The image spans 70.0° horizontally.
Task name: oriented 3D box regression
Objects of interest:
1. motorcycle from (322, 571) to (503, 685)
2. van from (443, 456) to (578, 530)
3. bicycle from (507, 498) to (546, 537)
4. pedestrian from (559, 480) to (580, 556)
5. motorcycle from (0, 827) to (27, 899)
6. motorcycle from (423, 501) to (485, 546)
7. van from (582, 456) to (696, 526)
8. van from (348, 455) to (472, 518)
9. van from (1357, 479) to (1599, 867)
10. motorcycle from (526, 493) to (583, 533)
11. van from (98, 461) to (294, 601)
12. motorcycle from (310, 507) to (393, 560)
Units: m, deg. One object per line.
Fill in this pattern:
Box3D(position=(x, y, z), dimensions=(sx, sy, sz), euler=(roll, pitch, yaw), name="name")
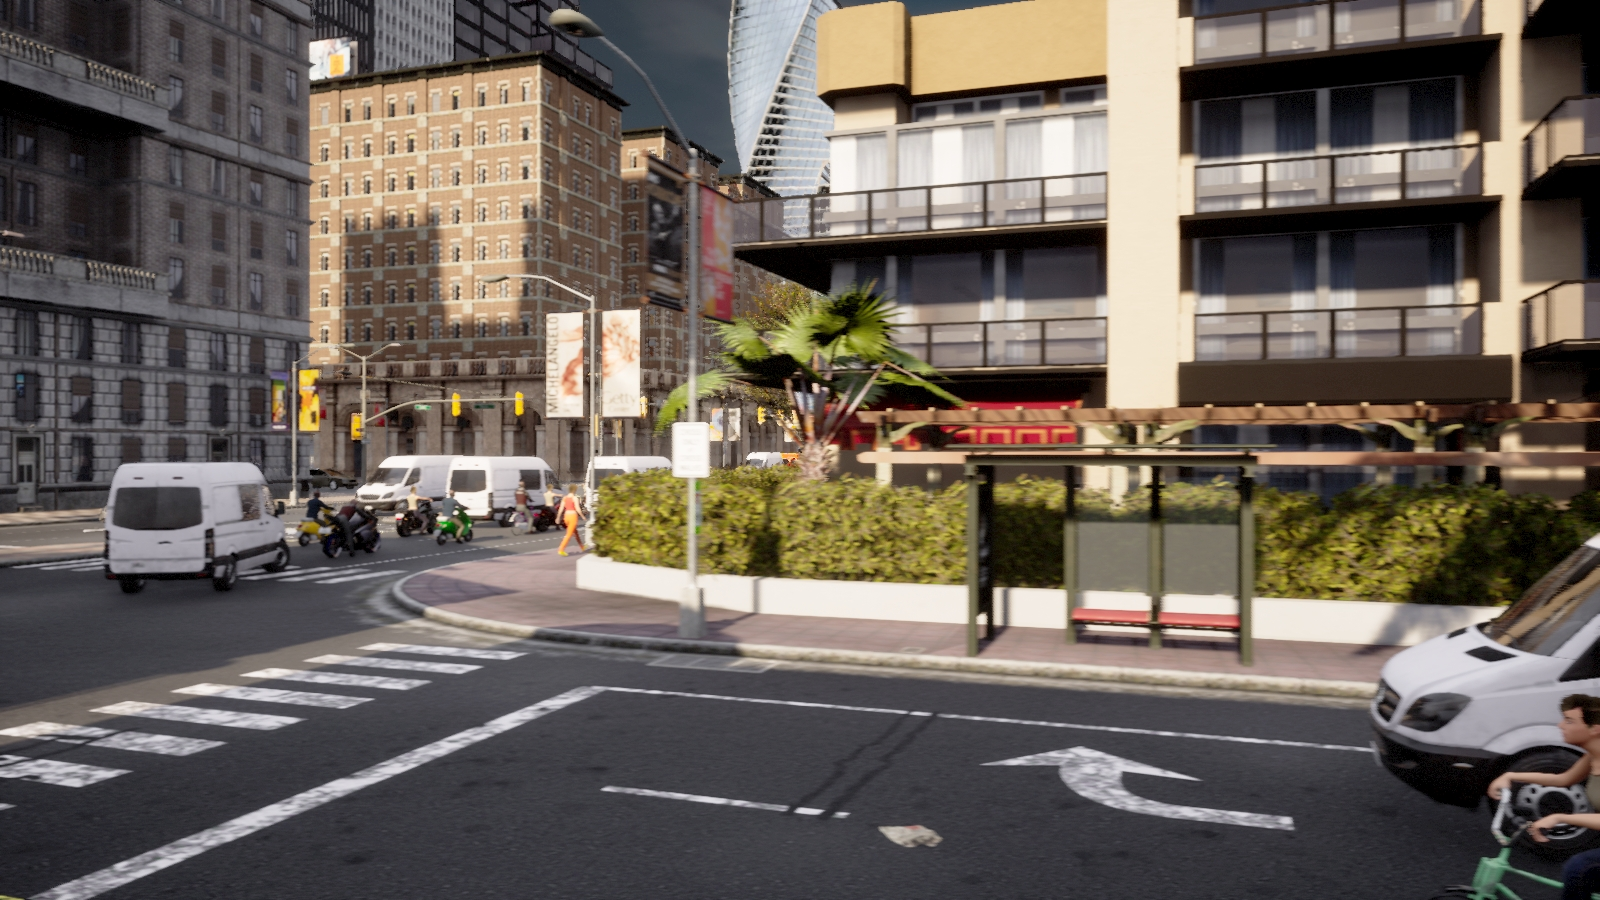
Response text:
Box3D(position=(-4.888, 2.213, 14.506), dimensions=(2.033, 1.145, 0.803), euler=(0, 0, -43), name="motorcycle")
Box3D(position=(-10.838, 1.534, 43.315), dimensions=(1.988, 2.561, 5.915), euler=(0, 0, 20), name="van")
Box3D(position=(-9.031, 2.210, 37.749), dimensions=(0.329, 1.171, 1.835), euler=(0, 0, 19), name="bicycle")
Box3D(position=(-5.757, 1.697, 28.524), dimensions=(0.375, 1.860, 0.375), euler=(0, 0, 31), name="pedestrian")
Box3D(position=(-4.420, 2.212, 4.886), dimensions=(2.033, 1.145, 0.803), euler=(0, 0, 20), name="motorcycle")
Box3D(position=(-10.324, 2.182, 34.146), dimensions=(0.856, 1.236, 1.805), euler=(0, 0, 19), name="motorcycle")
Box3D(position=(-6.299, 1.534, 45.601), dimensions=(1.988, 2.561, 5.915), euler=(0, 0, 19), name="van")
Box3D(position=(-16.999, 1.534, 50.236), dimensions=(1.988, 2.561, 5.915), euler=(0, 0, 19), name="van")
Box3D(position=(7.328, 1.534, 8.074), dimensions=(5.915, 2.561, 1.988), euler=(0, 0, 20), name="van")
Box3D(position=(-8.530, 2.170, 39.853), dimensions=(0.764, 1.277, 2.356), euler=(0, 0, 21), name="motorcycle")
Box3D(position=(-12.622, 1.534, 24.367), dimensions=(1.988, 2.561, 5.915), euler=(0, 0, -10), name="van")
Box3D(position=(-11.926, 2.205, 30.467), dimensions=(0.867, 1.251, 2.209), euler=(0, 0, 17), name="motorcycle")
